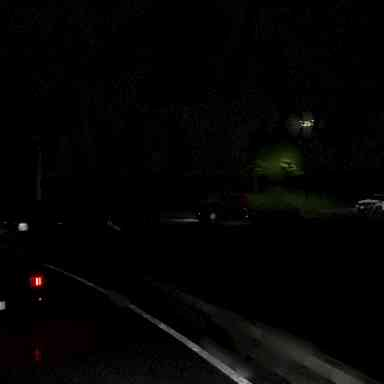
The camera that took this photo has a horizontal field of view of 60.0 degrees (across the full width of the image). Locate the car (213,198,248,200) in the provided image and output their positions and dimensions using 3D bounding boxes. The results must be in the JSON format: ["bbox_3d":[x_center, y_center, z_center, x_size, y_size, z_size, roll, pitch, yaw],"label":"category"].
[{"bbox_3d":[3.056,1.526,31.604,4.674,1.442,1.812,0,0,-22],"label":"car"}]

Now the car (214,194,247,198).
[{"bbox_3d":[3.502,1.222,35.586,5.566,2.045,2.150,0,0,-22],"label":"car"}]

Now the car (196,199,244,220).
[{"bbox_3d":[2.442,1.564,27.599,4.181,1.385,1.994,0,0,-22],"label":"car"}]

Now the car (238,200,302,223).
[{"bbox_3d":[6.183,1.526,25.319,4.674,1.442,1.812,0,0,-22],"label":"car"}]

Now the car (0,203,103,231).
[{"bbox_3d":[-8.011,1.548,19.573,5.357,1.411,2.033,0,0,-22],"label":"car"}]

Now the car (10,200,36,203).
[{"bbox_3d":[-14.708,1.479,28.186,5.008,1.535,1.882,0,0,-22],"label":"car"}]

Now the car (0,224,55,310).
[{"bbox_3d":[-4.668,1.601,7.146,1.895,1.301,4.718,0,0,-41],"label":"car"}]

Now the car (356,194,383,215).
[{"bbox_3d":[19.745,1.222,34.624,5.566,2.045,2.150,0,0,-22],"label":"car"}]

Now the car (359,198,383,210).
[{"bbox_3d":[24.528,1.565,44.093,4.181,1.385,1.994,0,0,-22],"label":"car"}]
